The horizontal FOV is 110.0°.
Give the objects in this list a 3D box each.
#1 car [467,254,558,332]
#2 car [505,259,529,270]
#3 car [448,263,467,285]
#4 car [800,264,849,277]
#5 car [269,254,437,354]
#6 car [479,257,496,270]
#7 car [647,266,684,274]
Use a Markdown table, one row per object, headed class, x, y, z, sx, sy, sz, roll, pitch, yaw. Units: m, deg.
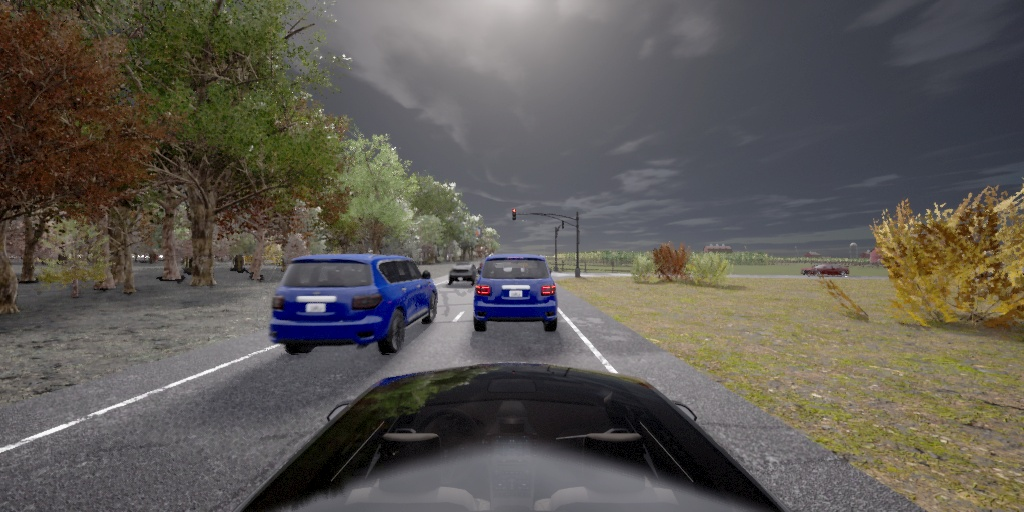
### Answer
| class | x | y | z | sx | sy | sz | roll | pitch | yaw |
| --- | --- | --- | --- | --- | --- | --- | --- | --- | --- |
| car | 0.089 | 0.974 | 11.054 | 2.150 | 2.045 | 5.566 | 0 | 0 | 0 |
| car | 0.655 | 1.232 | 52.774 | 1.882 | 1.535 | 5.008 | -1 | 0 | -19 |
| car | -3.436 | 1.260 | 26.287 | 1.837 | 1.490 | 4.892 | 0 | 0 | 0 |
| car | 37.802 | 1.698 | 43.414 | 5.008 | 1.535 | 1.882 | 1 | -1 | 0 |
| car | -3.408 | 0.976 | 8.910 | 2.150 | 2.045 | 5.566 | 0 | 0 | 0 |
| car | -3.477 | 1.107 | 52.092 | 2.097 | 1.767 | 4.553 | 0 | 0 | 0 |
| car | 18.629 | 1.575 | 43.477 | 4.181 | 1.385 | 1.994 | 1 | -1 | 0 |
